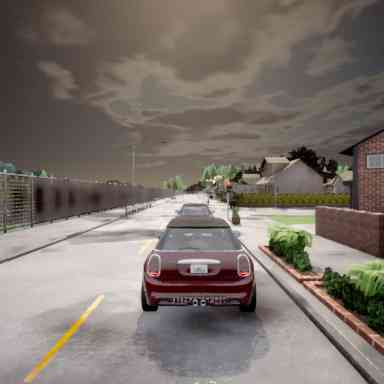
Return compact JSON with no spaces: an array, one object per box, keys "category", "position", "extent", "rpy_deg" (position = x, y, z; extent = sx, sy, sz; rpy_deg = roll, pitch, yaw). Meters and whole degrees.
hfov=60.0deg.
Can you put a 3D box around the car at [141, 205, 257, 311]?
[{"category":"car","position":[0.125,1.352,7.893],"extent":[2.097,1.767,4.553],"rpy_deg":[0,0,0]}]

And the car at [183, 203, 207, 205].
[{"category":"car","position":[0.163,1.352,17.590],"extent":[2.097,1.767,4.553],"rpy_deg":[0,0,0]}]
